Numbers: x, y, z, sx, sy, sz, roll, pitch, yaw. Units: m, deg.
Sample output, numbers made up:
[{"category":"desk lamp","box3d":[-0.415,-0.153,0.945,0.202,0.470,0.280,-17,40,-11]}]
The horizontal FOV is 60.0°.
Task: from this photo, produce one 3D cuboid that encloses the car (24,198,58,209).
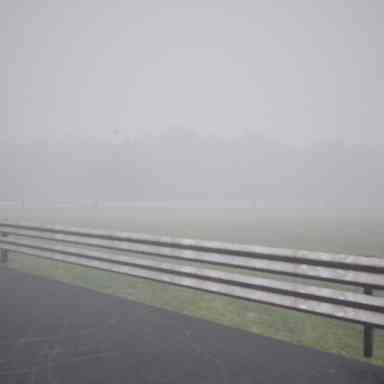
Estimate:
[{"category":"car","box3d":[-22.282,1.645,48.760,5.366,1.575,1.801,0,0,12]}]
